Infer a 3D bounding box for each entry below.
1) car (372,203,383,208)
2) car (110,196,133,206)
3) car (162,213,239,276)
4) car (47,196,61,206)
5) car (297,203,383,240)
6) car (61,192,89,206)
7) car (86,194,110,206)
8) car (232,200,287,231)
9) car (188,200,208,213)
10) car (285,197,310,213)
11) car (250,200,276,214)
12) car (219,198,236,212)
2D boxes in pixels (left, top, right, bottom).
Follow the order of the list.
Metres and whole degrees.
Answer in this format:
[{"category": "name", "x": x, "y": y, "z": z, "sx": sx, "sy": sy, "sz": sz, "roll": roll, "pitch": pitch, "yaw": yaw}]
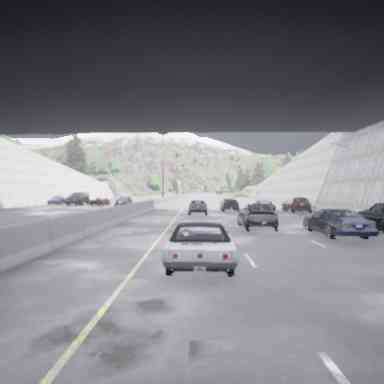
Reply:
[{"category": "car", "x": 10.859, "y": 1.351, "z": 18.392, "sx": 2.097, "sy": 1.767, "sz": 4.553, "roll": 0, "pitch": 0, "yaw": 1}, {"category": "car", "x": -9.849, "y": 1.294, "z": 48.319, "sx": 2.128, "sy": 1.511, "sz": 4.902, "roll": 0, "pitch": 0, "yaw": 1}, {"category": "car", "x": 0.235, "y": 1.571, "z": 10.278, "sx": 1.895, "sy": 1.301, "sz": 4.718, "roll": 0, "pitch": 0, "yaw": 1}, {"category": "car", "x": -20.294, "y": 1.270, "z": 50.498, "sx": 1.812, "sy": 1.442, "sz": 4.674, "roll": 0, "pitch": 0, "yaw": 1}, {"category": "car", "x": 7.339, "y": 1.532, "z": 17.016, "sx": 2.033, "sy": 1.411, "sz": 5.357, "roll": 0, "pitch": 0, "yaw": 1}, {"category": "car", "x": -16.815, "y": 0.988, "z": 49.264, "sx": 2.150, "sy": 2.045, "sz": 5.566, "roll": 0, "pitch": 0, "yaw": 1}, {"category": "car", "x": -13.348, "y": 1.387, "z": 48.346, "sx": 1.895, "sy": 1.301, "sz": 4.718, "roll": 0, "pitch": 0, "yaw": 1}, {"category": "car", "x": 3.885, "y": 1.450, "z": 20.114, "sx": 2.128, "sy": 1.511, "sz": 4.902, "roll": 0, "pitch": 0, "yaw": 1}, {"category": "car", "x": 0.582, "y": 1.451, "z": 32.634, "sx": 2.033, "sy": 1.411, "sz": 5.357, "roll": 0, "pitch": 0, "yaw": 1}, {"category": "car", "x": 11.132, "y": 1.300, "z": 35.631, "sx": 2.097, "sy": 1.767, "sz": 4.553, "roll": 0, "pitch": 0, "yaw": 1}, {"category": "car", "x": 7.637, "y": 1.530, "z": 36.061, "sx": 1.895, "sy": 1.301, "sz": 4.718, "roll": 0, "pitch": 0, "yaw": 1}, {"category": "car", "x": 4.156, "y": 1.413, "z": 37.140, "sx": 1.837, "sy": 1.490, "sz": 4.892, "roll": 0, "pitch": 0, "yaw": 1}]
